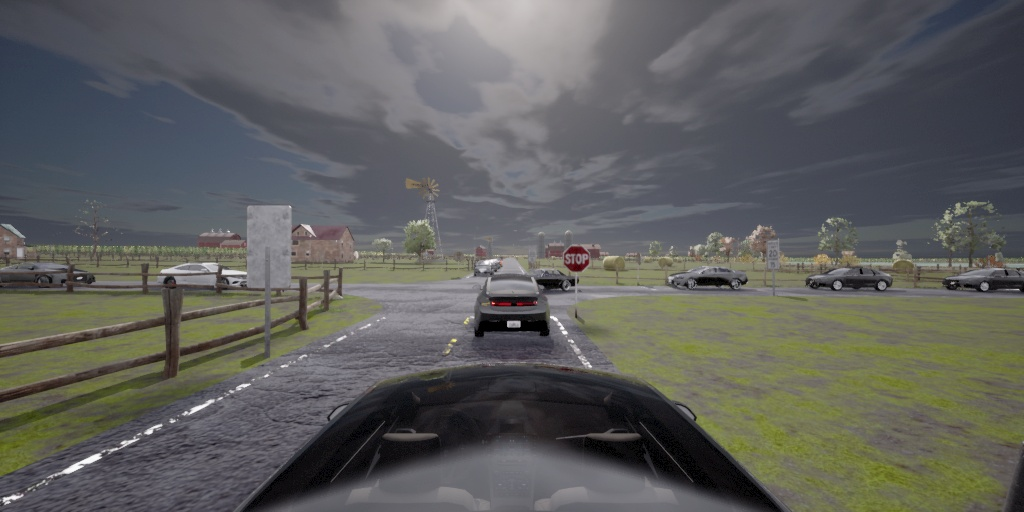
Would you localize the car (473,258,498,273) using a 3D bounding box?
[{"bbox_3d":[-2.840,1.243,37.012,2.128,1.511,4.902,0,0,0],"label":"car"}]

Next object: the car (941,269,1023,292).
[{"bbox_3d":[31.714,1.587,23.873,4.892,1.490,1.837,1,-1,-1],"label":"car"}]

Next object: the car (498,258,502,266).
[{"bbox_3d":[-2.828,1.241,46.458,2.128,1.511,4.902,0,0,0],"label":"car"}]

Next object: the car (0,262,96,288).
[{"bbox_3d":[-26.354,1.048,20.173,4.181,1.385,1.994,1,-1,-1],"label":"car"}]

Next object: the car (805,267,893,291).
[{"bbox_3d":[22.212,1.499,23.758,4.892,1.490,1.837,1,-1,-1],"label":"car"}]

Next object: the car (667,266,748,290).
[{"bbox_3d":[12.810,1.397,23.592,4.902,1.511,2.128,1,-1,-2],"label":"car"}]

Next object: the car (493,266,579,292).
[{"bbox_3d":[1.509,1.369,20.370,4.718,1.301,1.895,1,0,-35],"label":"car"}]

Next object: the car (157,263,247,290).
[{"bbox_3d":[-17.234,1.103,20.290,4.674,1.442,1.812,1,-1,-1],"label":"car"}]

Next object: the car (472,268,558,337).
[{"bbox_3d":[-0.069,1.256,10.324,1.837,1.490,4.892,0,0,-3],"label":"car"}]
